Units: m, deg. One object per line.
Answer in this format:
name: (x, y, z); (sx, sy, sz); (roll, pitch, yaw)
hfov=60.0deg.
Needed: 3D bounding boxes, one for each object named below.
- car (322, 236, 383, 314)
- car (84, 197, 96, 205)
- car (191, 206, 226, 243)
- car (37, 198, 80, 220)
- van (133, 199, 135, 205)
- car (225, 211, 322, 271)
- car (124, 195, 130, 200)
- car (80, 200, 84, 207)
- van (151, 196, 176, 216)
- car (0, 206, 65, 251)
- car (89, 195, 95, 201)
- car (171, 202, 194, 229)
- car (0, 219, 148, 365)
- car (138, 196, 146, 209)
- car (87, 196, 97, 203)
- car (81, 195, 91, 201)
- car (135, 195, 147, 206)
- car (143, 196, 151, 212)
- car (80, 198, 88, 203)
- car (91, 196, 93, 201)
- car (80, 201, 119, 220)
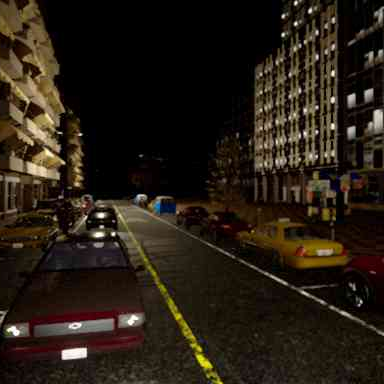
car: (4.255, 1.435, 5.272); (1.967, 1.590, 4.097); (0, 0, -14)
car: (-19.001, 1.591, 62.062); (1.802, 1.307, 4.206); (0, 0, -14)
car: (1.503, 1.572, 15.978); (1.802, 1.307, 4.206); (0, 0, -14)
car: (-7.992, 1.309, 19.243); (2.192, 1.841, 5.009); (0, 0, -14)
van: (-8.134, 1.338, 53.446); (1.690, 1.788, 3.998); (0, 0, -14)
car: (2.837, 1.518, 10.790); (1.752, 1.417, 4.829); (0, 0, -14)
car: (-17.767, 1.579, 90.913); (1.887, 1.381, 4.507); (-1, 0, -14)
car: (-9.366, 1.543, 24.596); (2.008, 1.369, 4.403); (0, 0, -14)
van: (-2.628, 1.329, 32.035); (1.690, 1.788, 3.998); (0, 0, -14)
car: (-6.572, 1.521, 13.727); (1.752, 1.417, 4.829); (0, 0, -14)
car: (-14.872, 1.543, 46.006); (1.887, 1.381, 4.507); (0, 0, -14)
car: (0.126, 1.571, 21.330); (1.802, 1.307, 4.206); (0, 0, -14)
car: (-2.045, 1.544, 6.564); (2.033, 1.411, 5.357); (0, 0, -14)
car: (-5.379, 1.557, 42.740); (1.947, 1.339, 4.313); (0, 0, -14)
car: (-21.754, 1.585, 72.768); (1.947, 1.339, 4.313); (0, 0, -14)
car: (-12.119, 1.434, 35.300); (1.967, 1.590, 4.097); (0, 0, -14)
car: (-6.757, 1.433, 48.092); (1.967, 1.590, 4.097); (0, 0, -14)
car: (-4.045, 1.514, 37.551); (1.752, 1.417, 4.829); (0, 0, -14)
car: (-10.742, 1.544, 29.949); (2.008, 1.369, 4.403); (0, 0, -14)
car: (-13.495, 1.561, 40.653); (1.947, 1.339, 4.313); (0, 0, -14)
car: (-5.652, 1.539, 20.973); (2.033, 1.411, 5.357); (0, 0, -14)
